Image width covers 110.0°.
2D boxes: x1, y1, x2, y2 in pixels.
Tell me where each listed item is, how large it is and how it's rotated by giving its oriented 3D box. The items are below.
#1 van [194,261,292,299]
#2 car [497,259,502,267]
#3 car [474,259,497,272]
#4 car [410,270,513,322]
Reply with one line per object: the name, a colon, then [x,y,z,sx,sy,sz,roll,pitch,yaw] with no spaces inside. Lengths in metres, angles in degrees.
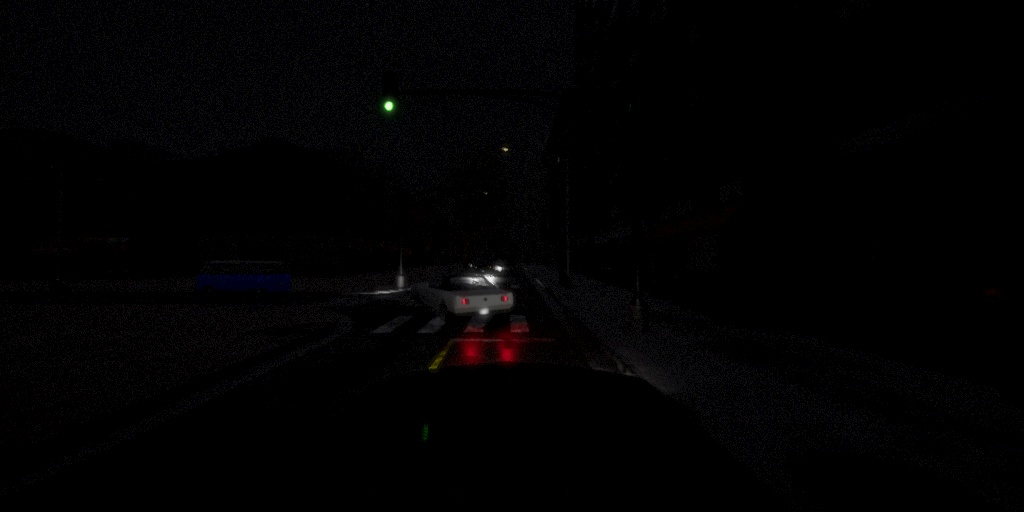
van: [-12.925,1.119,17.317,3.998,1.789,1.690,0,0,0]
car: [-2.761,1.225,62.013,1.895,1.301,4.718,0,0,0]
car: [-2.847,1.168,37.482,1.895,1.301,4.718,0,0,0]
car: [-1.916,1.263,12.050,1.895,1.301,4.718,0,0,-31]
